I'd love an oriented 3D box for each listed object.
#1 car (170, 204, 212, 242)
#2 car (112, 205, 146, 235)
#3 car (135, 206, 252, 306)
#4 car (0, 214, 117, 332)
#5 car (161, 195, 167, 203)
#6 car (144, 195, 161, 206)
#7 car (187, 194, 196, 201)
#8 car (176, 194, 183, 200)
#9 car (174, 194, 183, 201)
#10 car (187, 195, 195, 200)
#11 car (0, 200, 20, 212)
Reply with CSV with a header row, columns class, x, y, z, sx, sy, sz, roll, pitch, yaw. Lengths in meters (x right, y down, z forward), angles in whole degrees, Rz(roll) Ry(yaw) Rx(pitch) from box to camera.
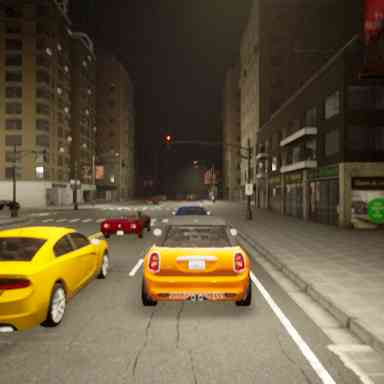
class,x,y,z,sx,sy,sz,roll,pitch,yaw
car,-0.034,1.467,17.429,1.882,1.535,5.008,0,0,0
car,-3.284,1.590,17.430,1.895,1.301,4.718,0,0,0
car,0.084,1.347,8.164,2.097,1.767,4.553,0,0,0
car,-3.164,1.473,7.009,1.882,1.535,5.008,0,0,0
car,-6.643,1.340,71.331,2.097,1.767,4.553,0,0,0
car,-6.691,1.509,55.400,1.812,1.442,4.674,0,0,0
car,-0.161,1.341,80.765,2.097,1.767,4.553,0,0,0
car,-3.432,1.356,90.794,1.882,1.535,5.008,0,0,0
car,-3.410,1.485,80.372,1.837,1.490,4.892,0,0,0
car,-0.182,1.418,90.800,2.033,1.411,5.357,0,0,0
car,-22.226,1.568,38.513,4.313,1.339,1.947,0,0,0
